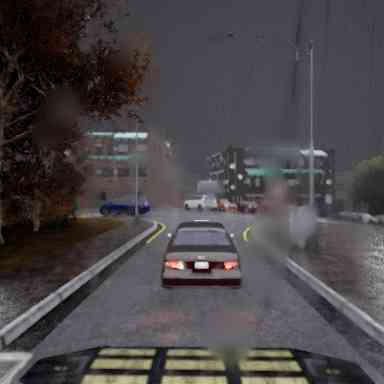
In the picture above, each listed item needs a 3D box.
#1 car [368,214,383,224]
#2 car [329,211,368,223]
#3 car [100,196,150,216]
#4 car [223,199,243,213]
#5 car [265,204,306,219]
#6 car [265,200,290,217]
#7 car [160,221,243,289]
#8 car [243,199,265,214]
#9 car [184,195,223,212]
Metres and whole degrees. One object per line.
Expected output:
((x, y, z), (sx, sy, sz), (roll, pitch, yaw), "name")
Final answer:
((24.594, 3.726, 47.508), (2.002, 1.452, 4.674), (6, -2, -31), "car")
((21.634, 3.451, 46.931), (2.002, 1.452, 4.674), (6, -2, -31), "car")
((-7.078, 1.455, 34.940), (5.566, 2.045, 2.150), (-2, -1, 27), "car")
((3.923, 1.674, 43.415), (2.185, 1.767, 4.553), (3, -2, -32), "car")
((12.691, 2.582, 45.362), (1.946, 1.575, 5.366), (6, -2, -31), "car")
((9.871, 2.064, 44.595), (2.435, 2.045, 5.566), (6, -2, -31), "car")
((0.240, 1.518, 9.131), (2.033, 1.411, 5.357), (0, 0, 1), "car")
((6.885, 1.911, 43.976), (2.185, 1.767, 4.553), (5, -2, -32), "car")
((1.054, 1.398, 42.764), (2.435, 2.045, 5.566), (1, -1, -31), "car")
